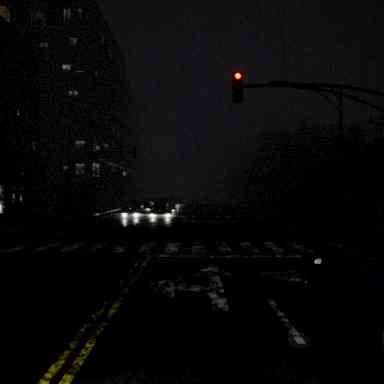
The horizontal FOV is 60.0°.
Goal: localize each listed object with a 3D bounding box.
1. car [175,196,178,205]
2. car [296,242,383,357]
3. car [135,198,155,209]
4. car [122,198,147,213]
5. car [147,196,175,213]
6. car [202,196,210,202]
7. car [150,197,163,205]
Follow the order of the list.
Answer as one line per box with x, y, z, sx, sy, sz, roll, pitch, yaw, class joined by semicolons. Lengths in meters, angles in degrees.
-3.318;1.486;46.115;1.882;1.535;5.008;0;0;0;car
3.355;1.547;5.374;2.033;1.411;5.357;0;0;0;car
-6.570;1.556;46.886;2.033;1.411;5.357;0;0;0;car
-6.575;1.569;37.498;1.994;1.385;4.181;0;0;0;car
-3.327;1.357;36.889;2.097;1.767;4.553;0;0;0;car
3.302;1.628;78.391;1.895;1.301;4.718;0;0;0;car
-6.525;1.584;61.340;1.994;1.385;4.181;0;0;0;car
